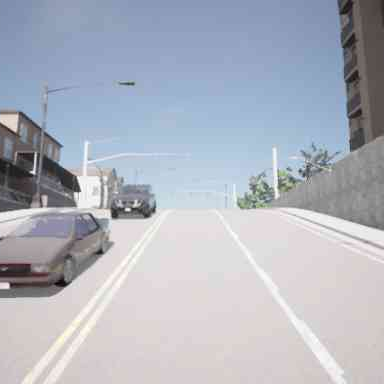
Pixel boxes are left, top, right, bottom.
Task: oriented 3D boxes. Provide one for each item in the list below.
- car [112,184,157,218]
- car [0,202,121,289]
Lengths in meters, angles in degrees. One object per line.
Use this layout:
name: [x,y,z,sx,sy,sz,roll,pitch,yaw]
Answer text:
car: [-3.515,0.520,20.956,2.150,2.045,5.566,0,2,0]
car: [-3.598,1.275,8.947,2.033,1.411,5.357,0,3,0]
